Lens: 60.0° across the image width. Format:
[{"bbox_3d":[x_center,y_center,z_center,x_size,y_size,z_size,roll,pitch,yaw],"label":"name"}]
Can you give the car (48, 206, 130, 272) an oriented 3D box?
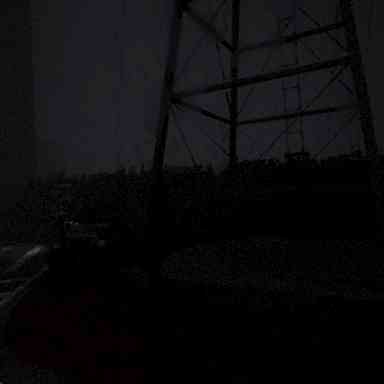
[{"bbox_3d":[-3.338,1.468,11.418,1.905,1.878,3.866,-2,0,-1],"label":"car"}]
